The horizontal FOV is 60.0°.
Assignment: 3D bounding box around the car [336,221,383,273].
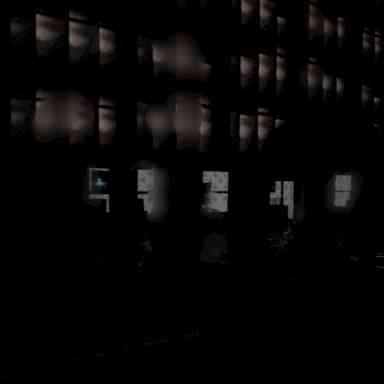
[{"bbox_3d":[6.062,1.430,9.363,4.507,1.381,1.887,0,1,-27],"label":"car"}]
